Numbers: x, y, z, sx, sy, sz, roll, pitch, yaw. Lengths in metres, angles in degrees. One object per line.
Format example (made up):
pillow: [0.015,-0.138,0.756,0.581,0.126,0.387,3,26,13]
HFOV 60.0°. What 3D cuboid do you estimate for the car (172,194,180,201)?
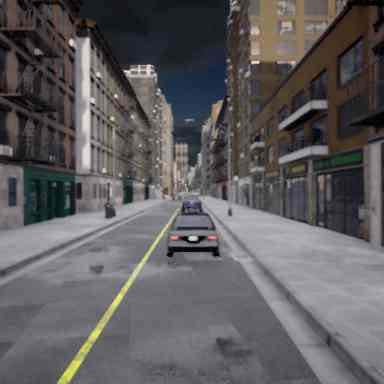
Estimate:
car: [-3.242,1.184,70.207,2.128,1.511,4.902,0,0,0]

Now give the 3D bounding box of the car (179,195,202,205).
car: [-0.026,1.147,36.317,2.097,1.767,4.553,0,0,0]

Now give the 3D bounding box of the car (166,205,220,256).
car: [0.039,1.460,12.762,2.033,1.411,5.357,0,0,0]
